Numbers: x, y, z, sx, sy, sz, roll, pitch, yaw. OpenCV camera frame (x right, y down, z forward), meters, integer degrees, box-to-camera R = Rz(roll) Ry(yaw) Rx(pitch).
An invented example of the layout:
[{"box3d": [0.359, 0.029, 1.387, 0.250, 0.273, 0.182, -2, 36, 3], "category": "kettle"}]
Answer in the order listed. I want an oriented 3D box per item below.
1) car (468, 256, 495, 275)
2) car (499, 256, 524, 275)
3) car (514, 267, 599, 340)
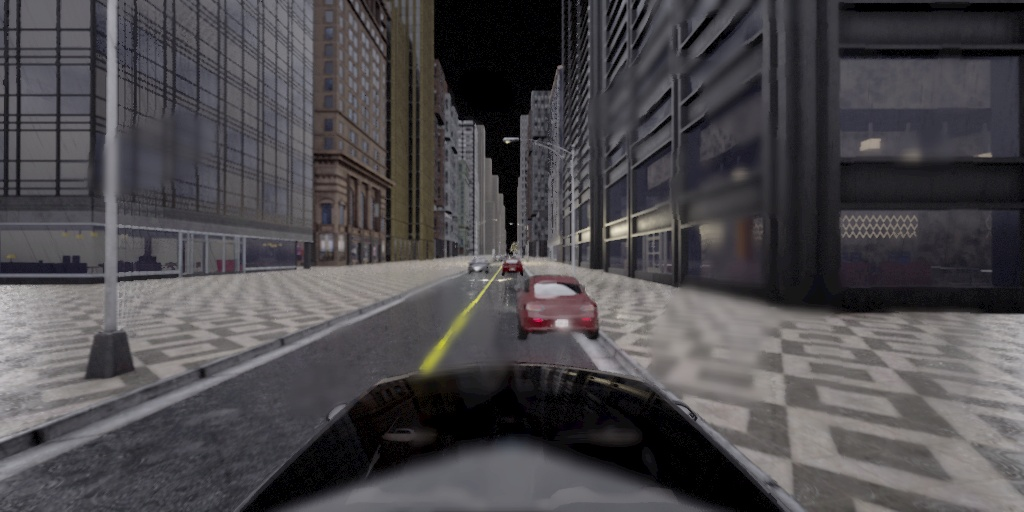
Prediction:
[{"box3d": [-3.098, 0.958, 34.399, 2.128, 1.511, 4.902, 0, 1, 0], "category": "car"}, {"box3d": [0.061, 0.948, 33.908, 1.882, 1.535, 5.008, 0, 1, 0], "category": "car"}, {"box3d": [1.049, 1.207, 9.635, 1.812, 1.442, 4.674, 0, 1, 0], "category": "car"}]
